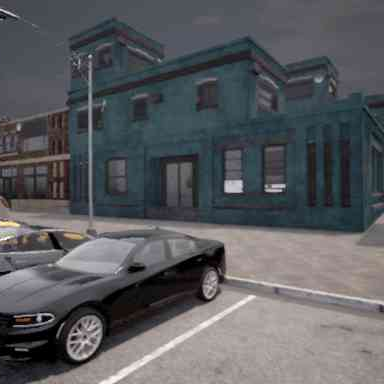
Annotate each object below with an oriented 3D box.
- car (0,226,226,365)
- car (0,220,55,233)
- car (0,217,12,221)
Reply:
[{"bbox_3d":[-1.209,1.483,6.204,2.097,1.535,5.008,0,0,35],"label":"car"},{"bbox_3d":[-3.361,1.515,7.759,2.163,1.488,4.792,0,0,35],"label":"car"},{"bbox_3d":[-5.536,1.484,9.494,1.946,1.575,5.366,0,0,35],"label":"car"}]
